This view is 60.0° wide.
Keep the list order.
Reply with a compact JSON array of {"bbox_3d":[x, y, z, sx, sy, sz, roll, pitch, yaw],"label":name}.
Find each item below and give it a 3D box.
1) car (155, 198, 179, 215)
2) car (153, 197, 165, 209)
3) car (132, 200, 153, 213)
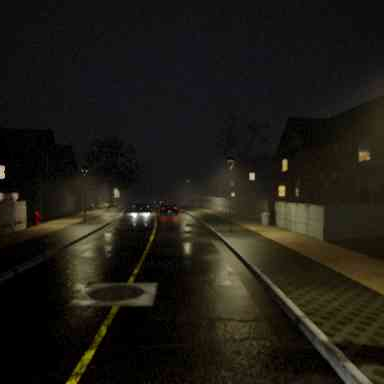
[{"bbox_3d":[-2.480,1.635,34.365,1.895,1.301,4.718,0,0,-8],"label":"car"},{"bbox_3d":[-4.504,1.470,46.510,2.097,1.767,4.553,0,-1,-11],"label":"car"},{"bbox_3d":[-5.789,1.620,37.916,1.994,1.385,4.181,0,0,-8],"label":"car"}]
